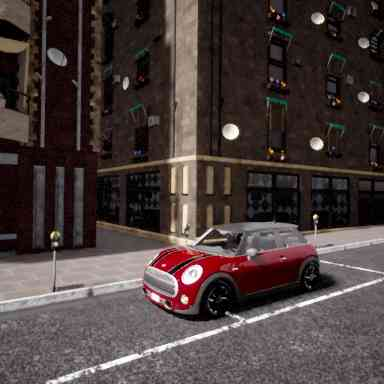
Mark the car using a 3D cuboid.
[{"bbox_3d":[0.944,1.441,7.358,4.097,1.590,1.967,0,1,-35],"label":"car"}]
